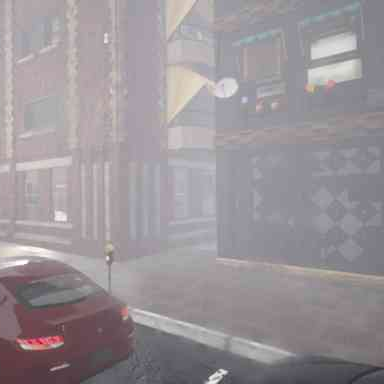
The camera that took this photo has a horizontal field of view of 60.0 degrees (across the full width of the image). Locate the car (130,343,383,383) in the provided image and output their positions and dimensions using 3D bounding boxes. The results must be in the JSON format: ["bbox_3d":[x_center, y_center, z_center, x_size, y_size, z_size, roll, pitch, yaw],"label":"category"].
[{"bbox_3d":[1.975,1.566,1.439,4.313,1.339,1.947,0,-1,35],"label":"car"}]

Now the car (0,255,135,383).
[{"bbox_3d":[-2.633,1.581,4.720,4.206,1.307,1.802,0,-1,35],"label":"car"}]
